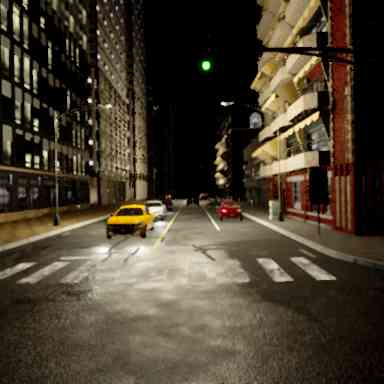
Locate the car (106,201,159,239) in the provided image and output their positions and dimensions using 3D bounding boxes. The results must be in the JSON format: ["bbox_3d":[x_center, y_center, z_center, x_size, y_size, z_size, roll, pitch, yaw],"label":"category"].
[{"bbox_3d":[-3.103,1.444,17.444,1.882,1.535,5.008,-1,0,0],"label":"car"}]

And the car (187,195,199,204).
[{"bbox_3d":[0.130,1.318,57.894,1.994,1.385,4.181,-1,0,0],"label":"car"}]

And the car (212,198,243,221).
[{"bbox_3d":[2.749,1.402,24.825,1.802,1.307,4.206,-1,0,0],"label":"car"}]

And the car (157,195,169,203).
[{"bbox_3d":[-5.636,1.394,65.994,2.008,1.369,4.403,-1,0,0],"label":"car"}]

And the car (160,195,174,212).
[{"bbox_3d":[-3.070,1.437,37.844,2.033,1.411,5.357,-1,0,0],"label":"car"}]

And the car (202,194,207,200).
[{"bbox_3d":[2.719,1.303,43.391,2.008,1.369,4.403,-1,0,0],"label":"car"}]

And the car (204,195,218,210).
[{"bbox_3d":[2.712,1.324,37.743,2.008,1.369,4.403,-1,0,0],"label":"car"}]

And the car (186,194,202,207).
[{"bbox_3d":[0.129,1.295,47.583,1.837,1.490,4.892,-1,0,0],"label":"car"}]

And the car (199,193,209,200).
[{"bbox_3d":[2.752,1.078,77.282,1.967,1.590,4.097,-1,0,0],"label":"car"}]

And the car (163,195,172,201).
[{"bbox_3d":[-5.625,1.351,77.292,1.887,1.381,4.507,-1,0,0],"label":"car"}]

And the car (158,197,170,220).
[{"bbox_3d":[-3.092,1.455,27.204,1.812,1.442,4.674,-1,0,0],"label":"car"}]
